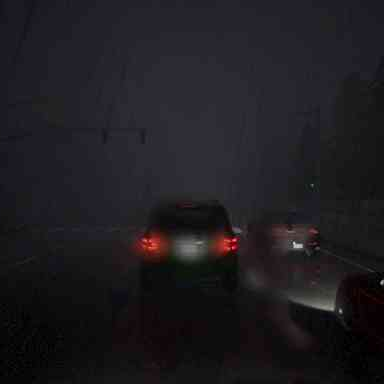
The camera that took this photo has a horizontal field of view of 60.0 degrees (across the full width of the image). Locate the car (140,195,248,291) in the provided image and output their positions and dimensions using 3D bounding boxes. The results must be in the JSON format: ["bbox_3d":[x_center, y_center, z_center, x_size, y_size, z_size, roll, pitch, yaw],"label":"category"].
[{"bbox_3d":[-0.093,1.221,9.156,2.150,2.045,5.566,0,0,-1],"label":"car"}]

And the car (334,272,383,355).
[{"bbox_3d":[3.428,1.564,4.003,1.994,1.385,4.181,0,0,-1],"label":"car"}]

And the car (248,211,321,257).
[{"bbox_3d":[3.342,1.492,12.911,2.128,1.511,4.902,0,0,0],"label":"car"}]
